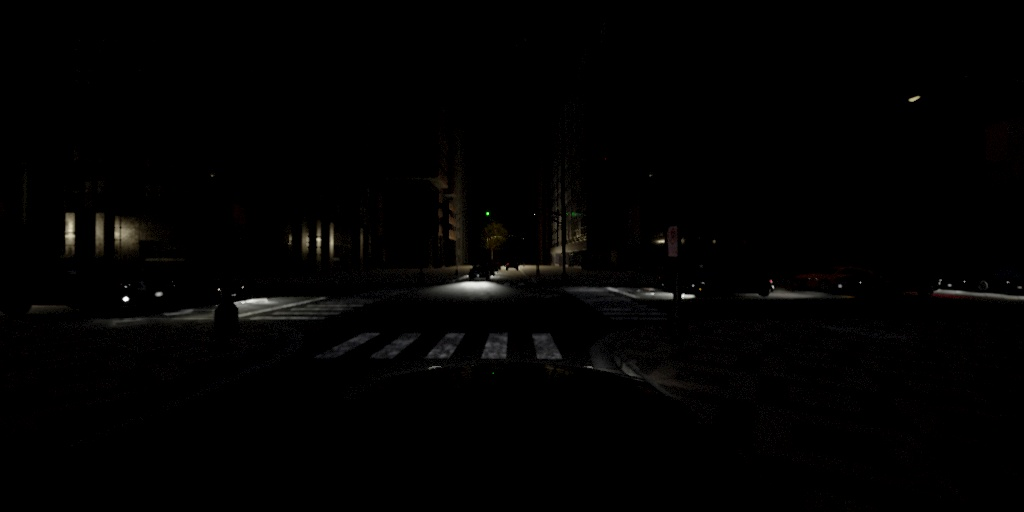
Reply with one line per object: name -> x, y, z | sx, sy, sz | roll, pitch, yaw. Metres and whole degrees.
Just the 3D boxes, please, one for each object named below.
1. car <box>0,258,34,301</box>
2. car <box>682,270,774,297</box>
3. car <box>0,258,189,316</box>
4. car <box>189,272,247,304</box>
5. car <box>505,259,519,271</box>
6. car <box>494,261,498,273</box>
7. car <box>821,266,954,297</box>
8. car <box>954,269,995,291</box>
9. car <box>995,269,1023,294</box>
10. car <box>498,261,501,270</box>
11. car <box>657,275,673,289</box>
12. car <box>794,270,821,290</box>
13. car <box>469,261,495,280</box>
car -> -26.682, 1.099, 16.829 | 5.566, 2.045, 2.150 | 0, 0, 0
car -> 12.169, 1.497, 20.139 | 4.181, 1.385, 1.994 | 0, 0, 0
car -> -16.017, 1.078, 13.564 | 5.566, 2.045, 2.150 | 0, 0, 2
car -> -15.640, 1.429, 16.785 | 5.357, 1.411, 2.033 | 0, 0, 0
car -> 0.020, 1.555, 63.702 | 2.150, 2.045, 5.566 | 0, 0, 0
car -> -3.137, 1.661, 45.064 | 1.837, 1.490, 4.892 | 0, -1, 0
car -> 20.865, 1.435, 20.108 | 4.902, 1.511, 2.128 | 0, 0, 0
car -> 31.144, 1.529, 23.315 | 5.357, 1.411, 2.033 | 0, 0, 1
car -> 30.747, 1.482, 20.068 | 4.674, 1.442, 1.812 | 0, 0, 0
car -> -3.155, 1.814, 55.047 | 1.994, 1.385, 4.181 | 0, -1, 0
car -> 12.077, 1.558, 23.390 | 4.718, 1.301, 1.895 | 0, 0, 3
car -> 21.213, 1.446, 23.356 | 5.008, 1.535, 1.882 | 0, 0, 0
car -> -3.111, 1.554, 35.109 | 2.128, 1.511, 4.902 | 0, -1, 0
